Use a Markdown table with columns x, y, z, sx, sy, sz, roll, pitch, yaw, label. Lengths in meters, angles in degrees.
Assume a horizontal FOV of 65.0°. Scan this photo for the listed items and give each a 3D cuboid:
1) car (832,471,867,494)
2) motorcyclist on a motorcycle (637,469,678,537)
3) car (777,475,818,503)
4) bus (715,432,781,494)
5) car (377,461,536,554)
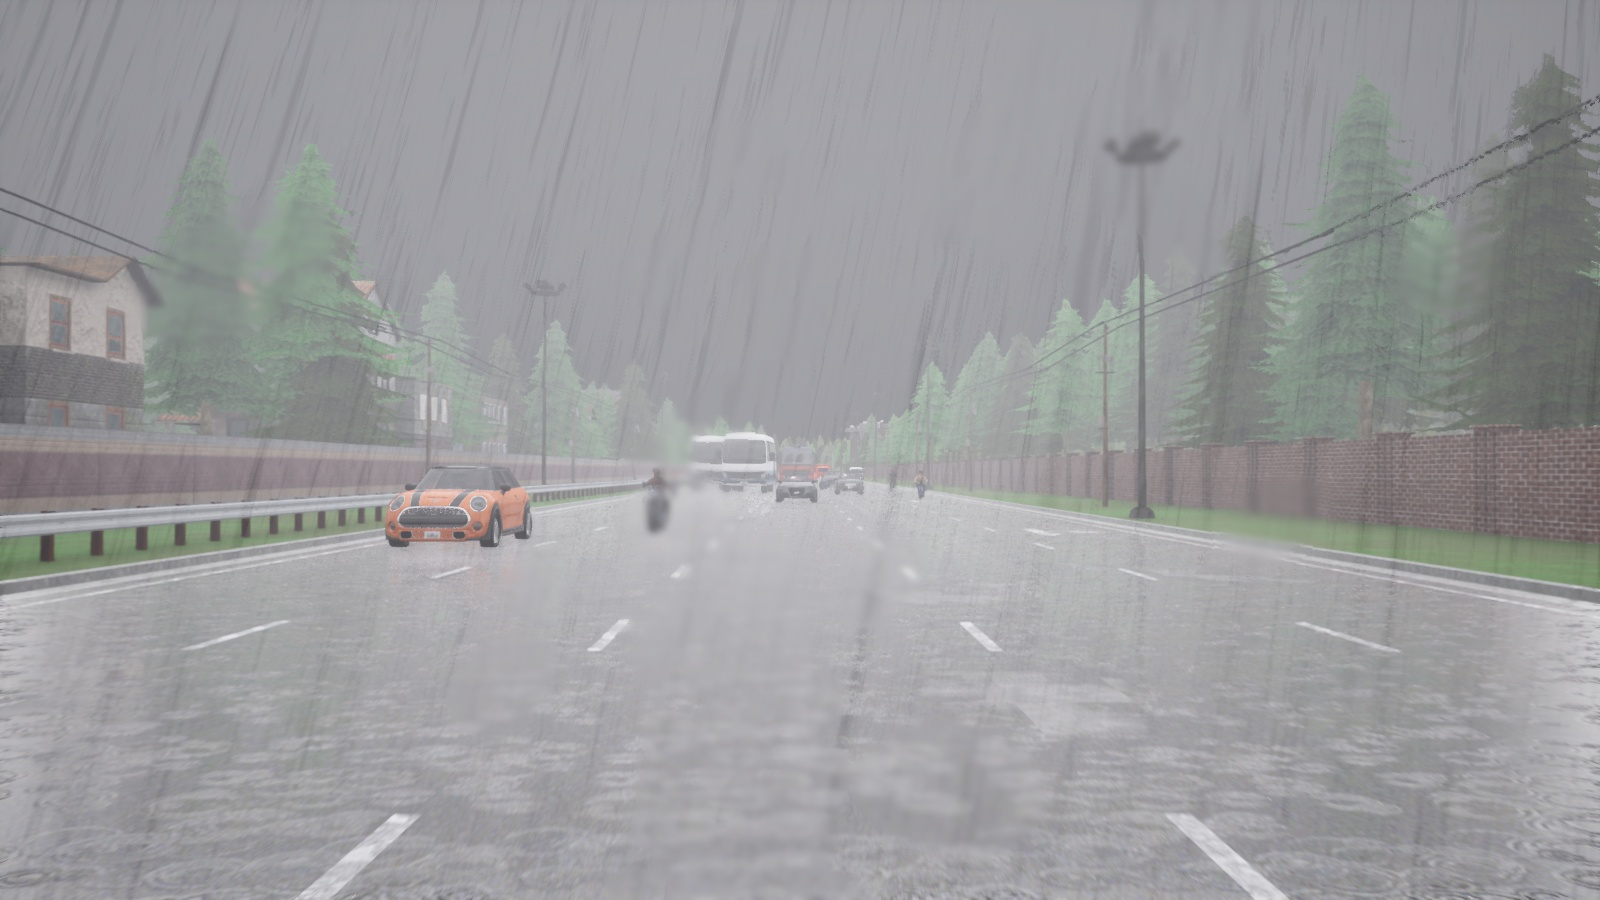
| x | y | z | sx | sy | sz | roll | pitch | yaw | label |
| --- | --- | --- | --- | --- | --- | --- | --- | --- | --- |
| 3.301 | 2.171 | 84.244 | 2.128 | 1.511 | 4.902 | 0 | -1 | 0 | car |
| -3.575 | 1.312 | 31.726 | 0.766 | 1.649 | 2.350 | 0 | -1 | 0 | motorcyclist on a motorcycle |
| -0.149 | 1.942 | 63.356 | 1.994 | 1.385 | 4.181 | 0 | -1 | 0 | car |
| -3.675 | 0.991 | 91.787 | 3.944 | 4.253 | 10.273 | 0 | -1 | 3 | bus |
| -7.063 | 1.143 | 26.348 | 2.097 | 1.767 | 4.553 | 0 | -1 | 0 | car |
